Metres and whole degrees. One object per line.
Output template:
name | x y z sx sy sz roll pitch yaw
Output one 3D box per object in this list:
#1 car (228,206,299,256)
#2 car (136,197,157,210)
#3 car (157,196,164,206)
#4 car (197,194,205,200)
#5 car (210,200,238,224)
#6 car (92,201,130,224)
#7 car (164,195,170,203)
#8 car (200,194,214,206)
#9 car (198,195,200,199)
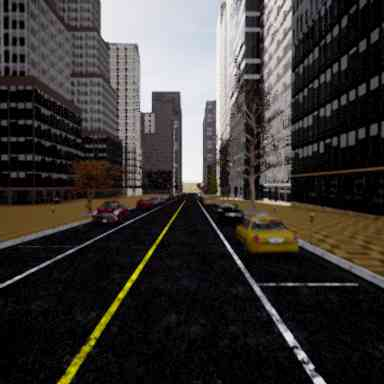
car | 2.654 1.486 12.812 1.752 1.417 4.829 -1 0 0
car | -5.783 1.437 40.749 1.887 1.381 4.507 -1 0 0
car | -5.806 1.448 51.998 1.802 1.307 4.206 -1 0 0
car | 2.493 1.331 91.391 2.008 1.369 4.403 -1 0 0
car | 2.632 1.495 23.891 1.947 1.339 4.313 -1 0 0
car | -5.751 1.375 23.873 1.967 1.590 4.097 -1 0 0
car | -5.829 1.392 63.248 2.008 1.369 4.403 -1 0 0
car | 2.573 1.385 52.185 1.752 1.417 4.829 -1 0 0
car | 2.529 1.394 74.515 1.802 1.307 4.206 -1 0 0
